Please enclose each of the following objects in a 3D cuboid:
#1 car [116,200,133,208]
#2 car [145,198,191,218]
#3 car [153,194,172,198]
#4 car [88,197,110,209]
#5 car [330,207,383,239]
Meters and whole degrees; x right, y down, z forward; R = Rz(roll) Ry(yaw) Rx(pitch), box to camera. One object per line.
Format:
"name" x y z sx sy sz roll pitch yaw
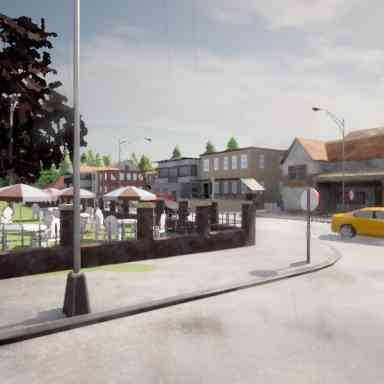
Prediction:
"car" -10.451 1.562 49.437 1.994 1.385 4.181 0 0 -35
"car" -2.296 1.546 30.745 2.033 1.411 5.357 0 0 -35
"car" -4.440 1.219 40.988 2.150 2.045 5.566 0 0 -35
"car" -12.806 1.491 45.581 2.128 1.511 4.902 0 0 -35
"car" 8.991 1.476 15.288 1.882 1.535 5.008 0 0 -39
